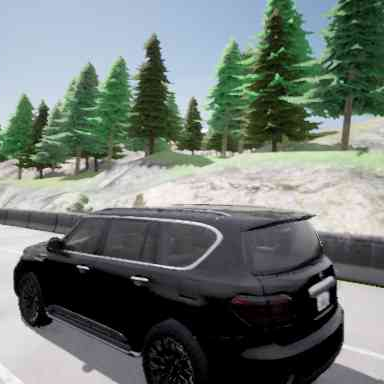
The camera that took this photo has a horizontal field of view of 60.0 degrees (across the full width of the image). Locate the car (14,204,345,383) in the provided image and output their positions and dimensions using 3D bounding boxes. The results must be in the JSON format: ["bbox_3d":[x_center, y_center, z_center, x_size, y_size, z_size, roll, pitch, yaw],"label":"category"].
[{"bbox_3d":[-0.682,1.216,5.143,5.566,2.045,2.150,0,0,41],"label":"car"}]
